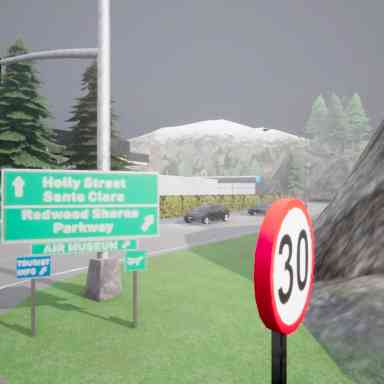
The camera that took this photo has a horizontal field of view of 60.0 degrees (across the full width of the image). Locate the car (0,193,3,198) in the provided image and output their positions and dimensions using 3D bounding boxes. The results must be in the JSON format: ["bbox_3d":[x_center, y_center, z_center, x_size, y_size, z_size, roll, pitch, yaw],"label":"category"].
[{"bbox_3d":[-38.583,1.489,70.017,4.514,1.523,2.007,0,0,35],"label":"car"}]

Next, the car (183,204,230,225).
[{"bbox_3d":[1.254,1.698,26.245,1.837,1.490,4.892,0,0,36],"label":"car"}]

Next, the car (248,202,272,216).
[{"bbox_3d":[7.834,1.739,35.283,2.033,1.411,5.357,0,0,36],"label":"car"}]

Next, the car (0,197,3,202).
[{"bbox_3d":[-12.386,1.504,26.071,1.905,1.878,3.866,0,0,35],"label":"car"}]

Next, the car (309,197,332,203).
[{"bbox_3d":[28.714,1.787,74.358,1.895,1.301,4.718,0,0,-37],"label":"car"}]
